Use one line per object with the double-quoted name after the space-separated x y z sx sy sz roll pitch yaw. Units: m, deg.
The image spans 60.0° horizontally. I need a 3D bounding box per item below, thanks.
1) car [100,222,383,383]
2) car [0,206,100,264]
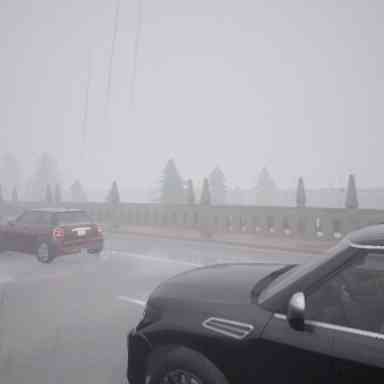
1.995 1.222 2.569 5.566 2.045 2.150 0 0 35 "car"
-5.342 1.355 12.098 4.553 1.767 2.097 0 0 35 "car"
